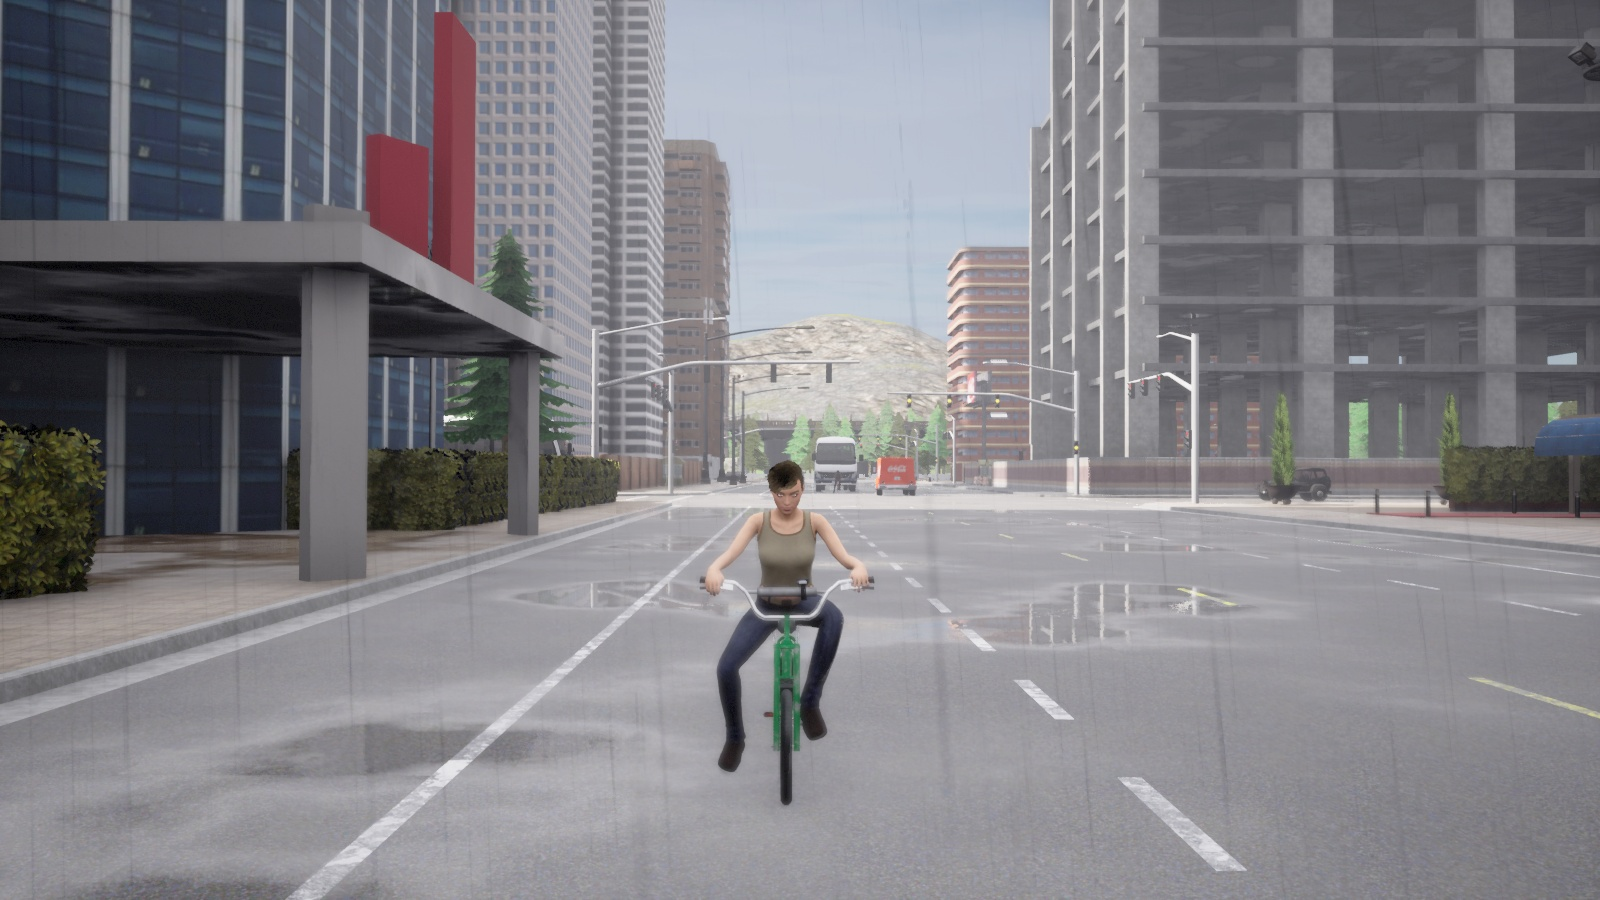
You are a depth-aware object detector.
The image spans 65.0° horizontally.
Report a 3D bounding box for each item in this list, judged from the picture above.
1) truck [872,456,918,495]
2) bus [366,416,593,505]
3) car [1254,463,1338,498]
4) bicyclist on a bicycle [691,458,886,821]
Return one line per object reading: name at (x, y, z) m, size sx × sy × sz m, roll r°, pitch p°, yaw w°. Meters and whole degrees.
truck at (6.174, 1.683, 82.407) m, size 2.627 × 2.467 × 5.204 m, roll 0°, pitch -1°, yaw 0°
bus at (-15.772, 0.549, 62.540) m, size 10.273 × 4.253 × 3.944 m, roll 0°, pitch -1°, yaw 0°
car at (27.429, 1.666, 69.556) m, size 3.866 × 1.878 × 1.905 m, roll 0°, pitch -1°, yaw 0°
bicyclist on a bicycle at (-0.061, 0.858, 6.372) m, size 0.866 × 1.612 × 1.509 m, roll 0°, pitch -1°, yaw -1°
